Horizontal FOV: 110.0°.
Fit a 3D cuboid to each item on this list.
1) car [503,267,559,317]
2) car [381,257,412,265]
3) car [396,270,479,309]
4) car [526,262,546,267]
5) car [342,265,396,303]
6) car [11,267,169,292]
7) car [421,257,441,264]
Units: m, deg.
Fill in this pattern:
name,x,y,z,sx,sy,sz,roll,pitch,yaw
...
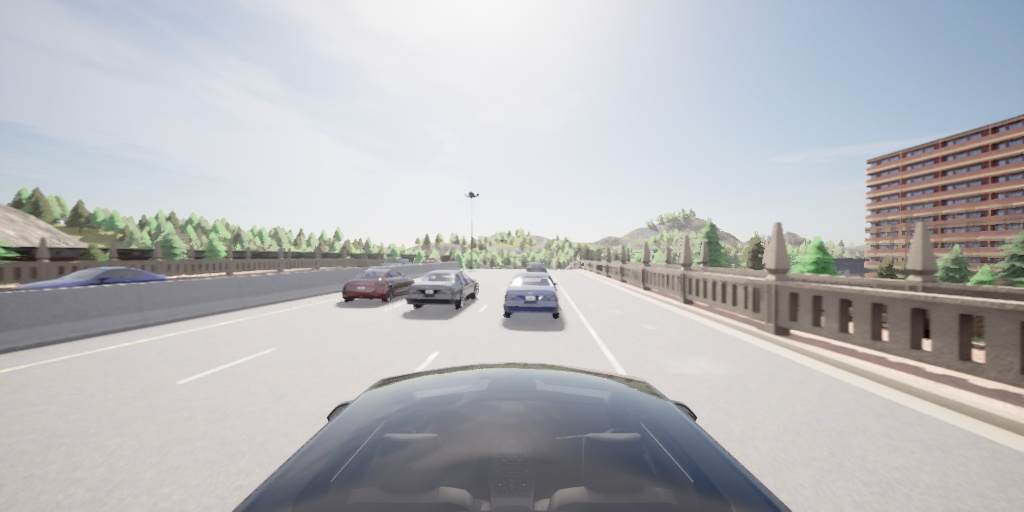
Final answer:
name,x,y,z,sx,sy,sz,roll,pitch,yaw
car,0.733,1.294,13.119,2.033,1.411,5.357,0,0,4
car,-11.784,1.025,36.115,2.097,1.767,4.553,0,0,5
car,-2.652,1.277,14.782,2.033,1.411,5.357,0,0,4
car,2.354,1.304,35.225,1.994,1.385,4.181,0,0,4
car,-6.007,1.277,16.604,1.994,1.385,4.181,0,0,4
car,-16.891,1.190,14.741,1.812,1.442,4.674,0,0,4
car,-13.476,1.242,60.012,2.150,2.045,5.566,0,-3,4
